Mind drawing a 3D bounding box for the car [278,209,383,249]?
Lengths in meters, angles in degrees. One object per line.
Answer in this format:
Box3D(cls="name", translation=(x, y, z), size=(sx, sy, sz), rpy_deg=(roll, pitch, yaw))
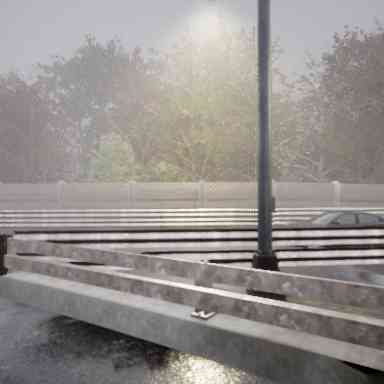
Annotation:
Box3D(cls="car", translation=(5.905, 1.484, 13.323), size=(5.008, 1.535, 1.882), rpy_deg=(-1, 0, -7))
